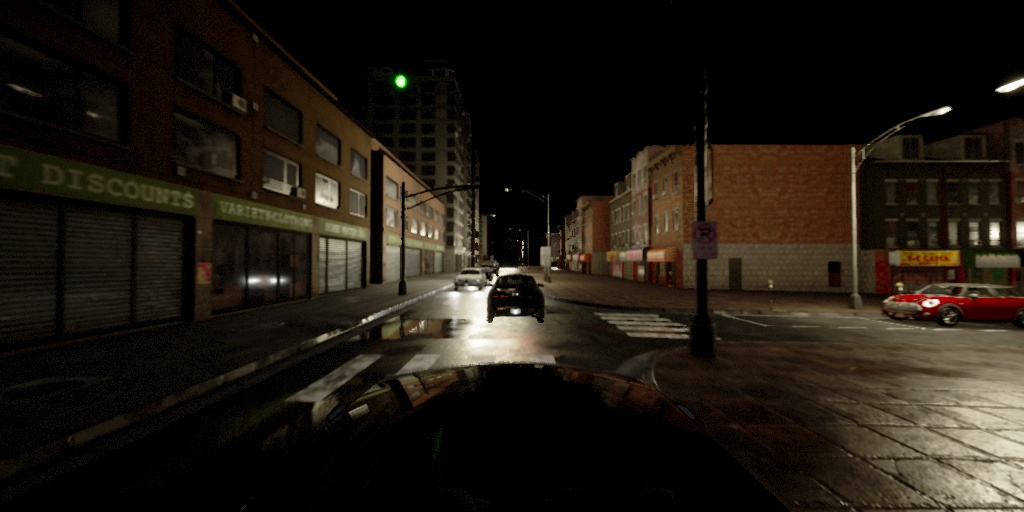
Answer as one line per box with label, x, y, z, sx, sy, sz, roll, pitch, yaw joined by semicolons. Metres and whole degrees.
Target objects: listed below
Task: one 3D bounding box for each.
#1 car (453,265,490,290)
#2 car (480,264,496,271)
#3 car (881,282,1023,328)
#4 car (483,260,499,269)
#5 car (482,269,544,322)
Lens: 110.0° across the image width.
car;-2.850;1.574;25.276;1.812;1.442;4.674;0;-1;1
car;-2.839;1.770;35.092;1.895;1.301;4.718;0;-1;0
car;16.362;1.721;13.288;4.097;1.591;1.967;0;0;0
car;-2.799;1.517;45.647;2.150;2.045;5.566;0;-1;0
car;0.113;1.412;13.032;1.837;1.490;4.892;1;-1;0
